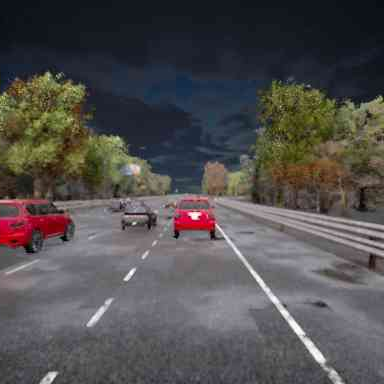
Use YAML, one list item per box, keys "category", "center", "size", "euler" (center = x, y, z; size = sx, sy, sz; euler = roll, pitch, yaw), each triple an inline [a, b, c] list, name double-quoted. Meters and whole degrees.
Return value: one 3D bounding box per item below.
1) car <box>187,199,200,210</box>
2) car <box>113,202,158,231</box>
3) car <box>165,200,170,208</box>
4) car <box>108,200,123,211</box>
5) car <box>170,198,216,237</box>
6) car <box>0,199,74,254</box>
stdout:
- category: "car"
  center: [0.225, 1.834, 50.425]
  size: [1.882, 1.535, 5.008]
  euler: [0, 0, 0]
- category: "car"
  center: [-3.355, 1.644, 21.750]
  size: [2.128, 1.511, 4.902]
  euler: [0, 0, 0]
- category: "car"
  center: [-3.263, 1.986, 54.607]
  size: [1.895, 1.301, 4.718]
  euler: [0, 0, 0]
- category: "car"
  center: [-10.286, 1.815, 46.019]
  size: [2.128, 1.511, 4.902]
  euler: [0, 0, 0]
- category: "car"
  center: [0.138, 1.353, 18.910]
  size: [2.150, 2.045, 5.566]
  euler: [0, -1, 0]
- category: "car"
  center: [-6.876, 1.320, 14.023]
  size: [2.150, 2.045, 5.566]
  euler: [0, 0, 0]
